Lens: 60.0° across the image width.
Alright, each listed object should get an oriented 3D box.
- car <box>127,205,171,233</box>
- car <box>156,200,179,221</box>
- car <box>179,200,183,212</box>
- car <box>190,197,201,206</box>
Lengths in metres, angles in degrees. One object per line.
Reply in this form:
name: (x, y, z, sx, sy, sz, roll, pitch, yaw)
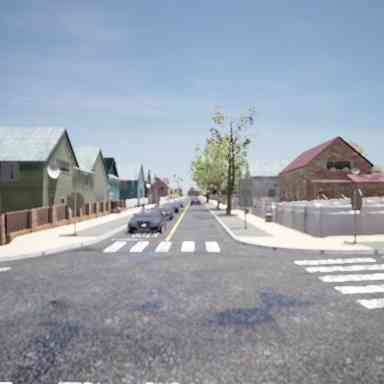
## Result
car: (-2.661, 1.714, 20.670, 1.994, 1.385, 4.181, 0, 0, 1)
car: (-2.552, 1.706, 29.851, 2.128, 1.511, 4.902, 0, 0, 1)
car: (-2.454, 1.884, 39.702, 1.895, 1.301, 4.718, 0, 0, 1)
car: (0.722, 1.801, 64.991, 2.097, 1.767, 4.553, 0, 0, 1)
